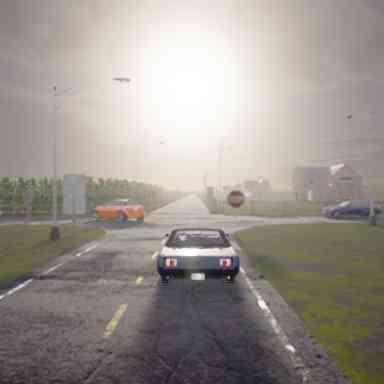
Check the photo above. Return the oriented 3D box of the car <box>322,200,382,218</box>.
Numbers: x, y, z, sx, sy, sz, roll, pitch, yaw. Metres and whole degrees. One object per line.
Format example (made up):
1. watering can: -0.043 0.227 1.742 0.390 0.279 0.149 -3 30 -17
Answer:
1. car: 13.332 1.416 27.858 4.674 1.442 1.812 0 0 0

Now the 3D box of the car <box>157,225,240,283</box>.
1. car: 0.156 1.603 9.656 1.895 1.301 4.718 0 0 0

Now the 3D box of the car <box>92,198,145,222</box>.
1. car: -5.963 1.382 26.531 4.553 1.767 2.097 -1 0 37

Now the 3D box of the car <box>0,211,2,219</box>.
1. car: -17.283 1.636 25.663 4.902 1.511 2.128 0 0 1
